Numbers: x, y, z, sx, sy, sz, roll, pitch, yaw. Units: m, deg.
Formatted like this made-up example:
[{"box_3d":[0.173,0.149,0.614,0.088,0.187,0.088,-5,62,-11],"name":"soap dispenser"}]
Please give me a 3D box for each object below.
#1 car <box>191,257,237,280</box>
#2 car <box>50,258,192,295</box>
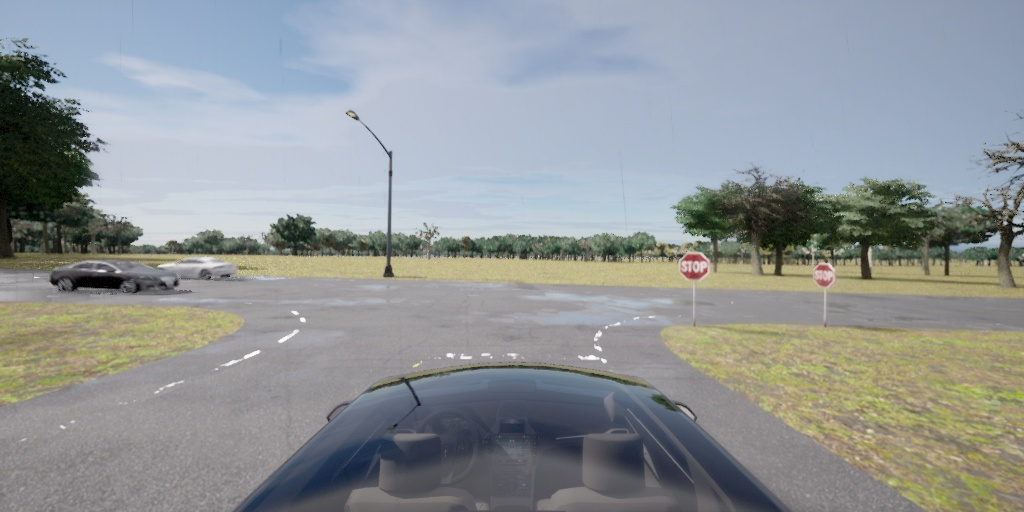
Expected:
[{"box_3d":[-21.066,0.803,23.982,4.674,1.442,1.812,2,1,0],"name":"car"},{"box_3d":[-18.649,0.950,16.968,4.902,1.511,2.128,2,1,0],"name":"car"}]
